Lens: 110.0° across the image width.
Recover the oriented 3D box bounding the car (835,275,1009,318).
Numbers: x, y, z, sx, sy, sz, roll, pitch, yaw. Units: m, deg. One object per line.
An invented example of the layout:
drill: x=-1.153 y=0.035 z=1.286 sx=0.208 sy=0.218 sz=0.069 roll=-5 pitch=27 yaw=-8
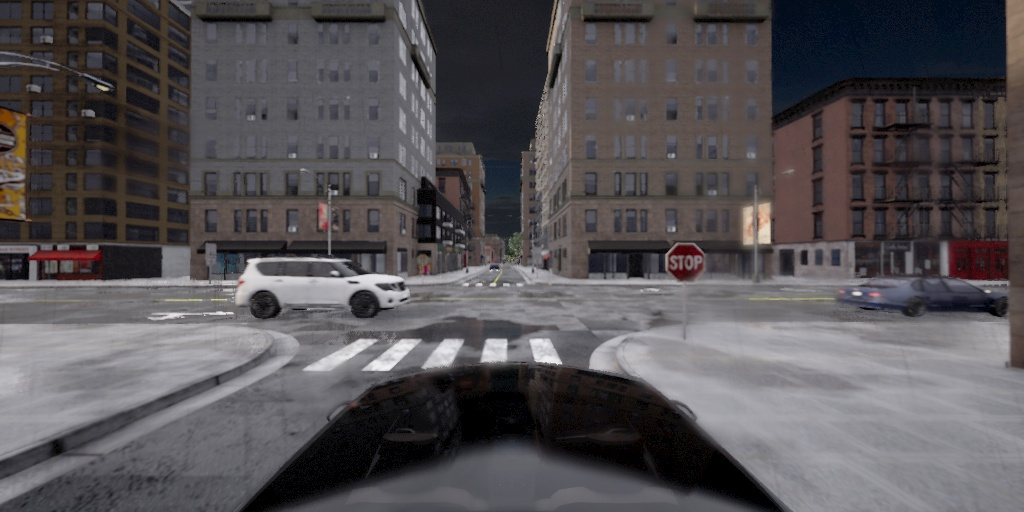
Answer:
car: x=14.939 y=1.409 z=12.948 sx=5.357 sy=1.411 sz=2.033 roll=0 pitch=0 yaw=0

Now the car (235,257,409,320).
car: x=-6.597 y=1.065 z=12.778 sx=5.566 sy=2.045 sz=2.150 roll=0 pitch=0 yaw=0
